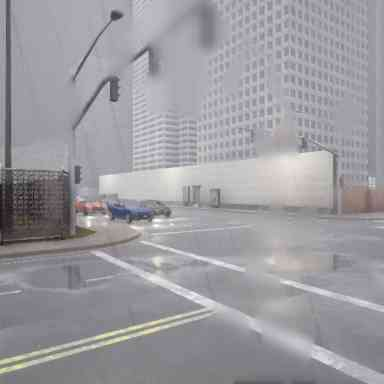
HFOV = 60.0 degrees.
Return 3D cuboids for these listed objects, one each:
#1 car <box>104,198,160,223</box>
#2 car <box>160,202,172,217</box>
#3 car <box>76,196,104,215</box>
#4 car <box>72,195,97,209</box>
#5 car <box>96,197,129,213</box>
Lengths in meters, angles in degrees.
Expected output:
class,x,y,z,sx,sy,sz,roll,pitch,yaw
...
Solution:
class,x,y,z,sx,sy,sz,roll,pitch,yaw
car,-4.722,1.422,25.331,1.882,1.535,5.008,0,0,-35
car,-3.653,1.449,29.878,1.837,1.490,4.892,0,0,-35
car,-10.028,1.297,32.819,2.097,1.767,4.553,0,0,-35
car,-14.843,1.297,45.699,2.097,1.767,4.553,0,0,-35
car,-9.008,1.422,37.441,1.882,1.535,5.008,0,0,-35
